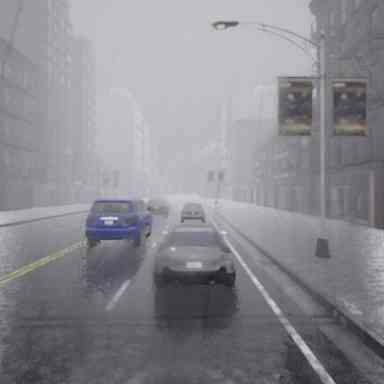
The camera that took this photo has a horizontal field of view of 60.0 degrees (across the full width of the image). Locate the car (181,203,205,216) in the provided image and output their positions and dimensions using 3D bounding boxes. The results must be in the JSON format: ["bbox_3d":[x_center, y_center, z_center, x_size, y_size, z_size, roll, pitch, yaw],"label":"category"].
[{"bbox_3d":[0.077,1.606,26.695,2.033,1.411,5.357,0,0,0],"label":"car"}]

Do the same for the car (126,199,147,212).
[{"bbox_3d":[-6.602,1.592,40.137,1.812,1.442,4.674,0,0,0],"label":"car"}]

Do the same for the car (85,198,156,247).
[{"bbox_3d":[-3.161,1.264,15.360,2.150,2.045,5.566,0,0,0],"label":"car"}]

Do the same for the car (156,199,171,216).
[{"bbox_3d":[-3.165,1.413,31.487,2.097,1.767,4.553,0,0,0],"label":"car"}]

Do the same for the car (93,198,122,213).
[{"bbox_3d":[-9.853,1.559,39.265,2.128,1.511,4.902,0,0,0],"label":"car"}]

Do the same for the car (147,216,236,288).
[{"bbox_3d":[0.069,1.591,9.379,1.994,1.385,4.181,0,0,0],"label":"car"}]
